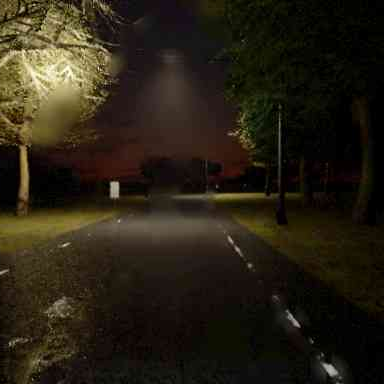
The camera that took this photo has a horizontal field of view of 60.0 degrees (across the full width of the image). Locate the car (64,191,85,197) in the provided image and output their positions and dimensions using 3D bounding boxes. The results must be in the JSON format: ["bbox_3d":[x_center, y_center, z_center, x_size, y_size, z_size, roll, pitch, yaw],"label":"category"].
[{"bbox_3d":[-27.826,0.452,78.817,4.674,1.442,1.812,-1,-1,0],"label":"car"}]
